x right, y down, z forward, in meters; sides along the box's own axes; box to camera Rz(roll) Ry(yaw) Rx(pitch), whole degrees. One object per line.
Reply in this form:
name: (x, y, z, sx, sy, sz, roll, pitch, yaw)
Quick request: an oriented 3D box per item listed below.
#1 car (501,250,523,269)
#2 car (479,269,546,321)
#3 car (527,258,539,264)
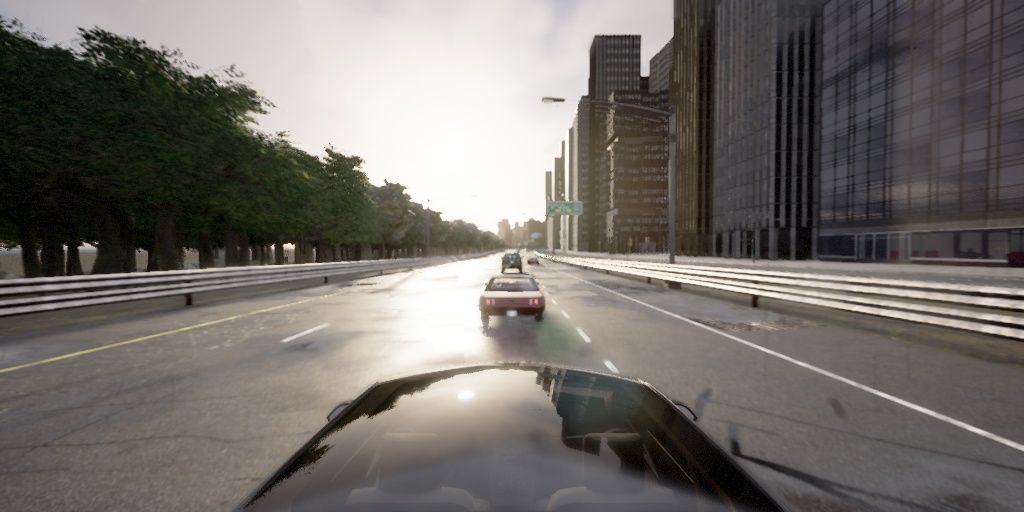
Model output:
car: (-0.008, 0.693, 38.117, 2.150, 2.045, 5.566, 0, 0, 0)
car: (0.004, 1.276, 12.079, 1.895, 1.301, 4.718, 0, 0, 0)
car: (3.709, 0.773, 64.354, 1.994, 1.385, 4.181, 0, 1, 0)
